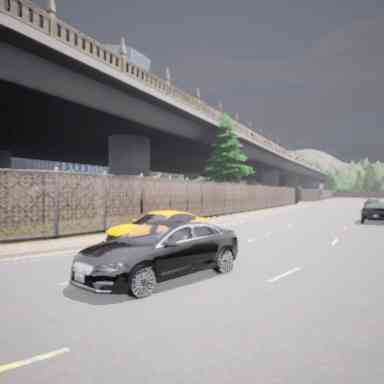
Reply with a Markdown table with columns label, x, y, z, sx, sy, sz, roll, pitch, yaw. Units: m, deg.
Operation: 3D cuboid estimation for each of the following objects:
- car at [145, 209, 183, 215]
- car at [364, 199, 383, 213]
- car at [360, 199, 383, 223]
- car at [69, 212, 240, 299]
| label | x | y | z | sx | sy | sz | roll | pitch | yaw |
| --- | --- | --- | --- | --- | --- | --- | --- | --- | --- |
| car | -1.169 | 1.500 | 13.411 | 1.882 | 1.535 | 5.008 | 0 | 0 | 36 |
| car | 21.667 | 1.590 | 39.781 | 1.837 | 1.490 | 4.892 | 0 | -1 | 28 |
| car | 14.175 | 1.534 | 25.713 | 1.882 | 1.535 | 5.008 | 0 | 0 | 28 |
| car | -0.677 | 1.506 | 8.687 | 2.128 | 1.511 | 4.902 | 0 | 0 | 42 |
